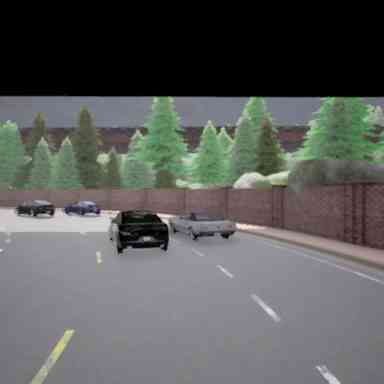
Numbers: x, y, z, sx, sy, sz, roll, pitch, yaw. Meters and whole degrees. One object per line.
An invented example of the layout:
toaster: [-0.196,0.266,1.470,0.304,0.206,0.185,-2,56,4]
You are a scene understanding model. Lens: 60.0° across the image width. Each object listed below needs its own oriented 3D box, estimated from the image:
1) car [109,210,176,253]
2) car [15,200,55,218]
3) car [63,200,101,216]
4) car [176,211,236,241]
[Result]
car: [-2.346,1.466,13.898,1.882,1.535,5.008,0,0,-18]
car: [-14.335,1.482,30.306,4.892,1.490,1.837,0,-1,39]
car: [-10.463,1.500,31.635,4.674,1.442,1.812,0,0,42]
car: [0.311,1.586,16.773,1.895,1.301,4.718,0,0,-22]
